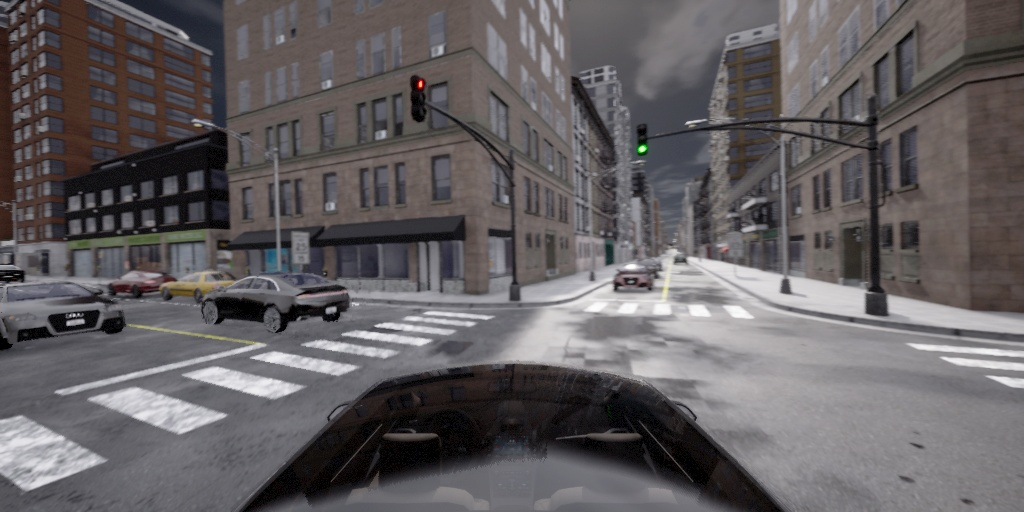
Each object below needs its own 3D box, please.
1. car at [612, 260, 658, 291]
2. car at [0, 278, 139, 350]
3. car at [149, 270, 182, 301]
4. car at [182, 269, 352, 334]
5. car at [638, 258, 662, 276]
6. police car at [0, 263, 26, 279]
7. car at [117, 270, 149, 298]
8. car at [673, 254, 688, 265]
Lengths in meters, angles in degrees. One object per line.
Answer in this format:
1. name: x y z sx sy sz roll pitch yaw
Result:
1. car: 6.924 1.133 20.270 1.994 1.385 4.181 -1 0 24
2. car: -12.046 1.383 9.186 4.181 1.385 1.994 0 1 23
3. car: -14.056 1.280 16.377 4.829 1.417 1.751 0 0 24
4. car: -6.942 1.229 10.466 4.902 1.511 2.128 0 1 25
5. car: 10.990 0.970 29.353 1.837 1.490 4.892 -1 0 24
6. police car: -41.359 1.413 28.830 5.238 1.638 1.930 -1 1 24
7. car: -18.922 1.375 18.508 4.207 1.307 1.802 0 0 24
8. car: 26.346 0.432 56.114 2.097 1.767 4.553 -1 0 24
